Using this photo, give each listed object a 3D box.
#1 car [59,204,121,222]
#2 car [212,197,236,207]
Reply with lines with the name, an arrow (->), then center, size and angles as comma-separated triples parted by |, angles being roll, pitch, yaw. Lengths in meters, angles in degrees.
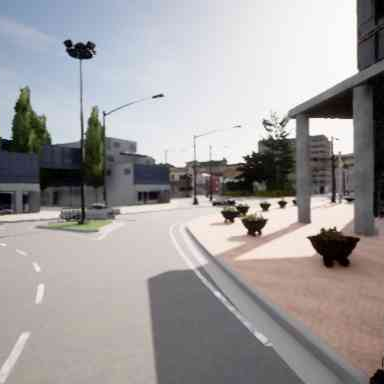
car -> -8.274, 1.638, 27.186 | 1.895, 1.301, 4.718 | -1, 0, 44
car -> 4.346, 1.329, 45.333 | 1.994, 1.385, 4.181 | -1, 0, 32
